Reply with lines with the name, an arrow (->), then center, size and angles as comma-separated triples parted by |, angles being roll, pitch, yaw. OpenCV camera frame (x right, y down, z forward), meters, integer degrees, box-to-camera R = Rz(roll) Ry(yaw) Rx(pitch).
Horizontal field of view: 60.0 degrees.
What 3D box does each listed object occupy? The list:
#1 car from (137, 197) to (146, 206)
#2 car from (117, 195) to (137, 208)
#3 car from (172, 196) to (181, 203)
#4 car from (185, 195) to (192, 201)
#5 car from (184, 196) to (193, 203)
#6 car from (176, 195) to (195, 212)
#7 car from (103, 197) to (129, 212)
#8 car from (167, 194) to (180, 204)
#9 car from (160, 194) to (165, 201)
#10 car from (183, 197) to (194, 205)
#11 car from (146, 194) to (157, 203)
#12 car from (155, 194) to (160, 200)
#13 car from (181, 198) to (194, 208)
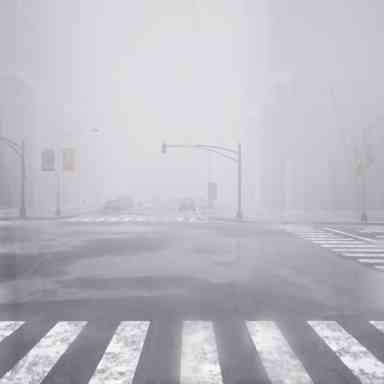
car -> -9.176, 1.562, 54.997 | 1.752, 1.417, 4.829 | 0, 0, 0
car -> -9.120, 1.329, 44.316 | 2.192, 1.841, 5.009 | 0, 0, 0
car -> -3.522, 1.640, 75.785 | 1.994, 1.385, 4.181 | 0, 0, 0
car -> -0.857, 1.682, 93.182 | 1.887, 1.381, 4.507 | 0, 0, 0
car -> -0.741, 1.602, 71.652 | 1.752, 1.417, 4.829 | 0, 0, 0
car -> -0.566, 1.443, 38.933 | 1.967, 1.590, 4.097 | 0, 0, 0
car -> -9.090, 1.568, 38.890 | 1.947, 1.339, 4.313 | 0, 0, 0
car -> -3.369, 1.567, 65.700 | 1.837, 1.490, 4.892 | 0, 0, 0
car -> -9.381, 1.682, 93.149 | 1.887, 1.381, 4.507 | 0, 0, 0
car -> -0.682, 1.594, 60.632 | 1.887, 1.381, 4.507 | 0, 0, 0
car -> -9.265, 1.658, 71.445 | 1.802, 1.307, 4.206 | 0, 0, 0
car -> -9.295, 1.406, 76.872 | 2.192, 1.841, 5.009 | 0, 0, 0
car -> -0.623, 1.607, 49.782 | 1.802, 1.307, 4.206 | 0, 0, 0
